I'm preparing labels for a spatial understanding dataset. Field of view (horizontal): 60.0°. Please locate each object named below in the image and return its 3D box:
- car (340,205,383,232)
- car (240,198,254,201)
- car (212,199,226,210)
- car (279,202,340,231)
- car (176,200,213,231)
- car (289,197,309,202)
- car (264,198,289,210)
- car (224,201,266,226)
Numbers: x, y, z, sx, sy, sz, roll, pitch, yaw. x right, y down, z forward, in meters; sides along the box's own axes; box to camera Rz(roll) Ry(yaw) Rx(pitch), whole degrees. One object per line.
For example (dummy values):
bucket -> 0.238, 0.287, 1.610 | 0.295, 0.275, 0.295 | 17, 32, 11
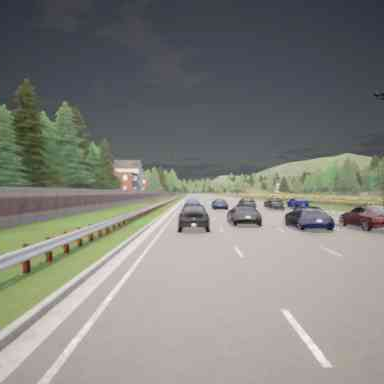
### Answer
car -> 10.603, 1.525, 19.945 | 1.812, 1.442, 4.674 | 0, 0, 0
car -> 7.105, 1.494, 43.313 | 2.128, 1.511, 4.902 | 0, 0, 0
car -> 3.604, 1.567, 43.763 | 1.994, 1.385, 4.181 | 0, 0, 0
car -> 7.101, 1.565, 20.539 | 1.994, 1.385, 4.181 | 0, 0, 0
car -> 0.102, 1.508, 20.406 | 1.837, 1.490, 4.892 | 0, 0, 0
car -> 14.105, 1.478, 44.524 | 1.882, 1.535, 5.008 | 0, 0, 0
car -> 10.604, 1.493, 43.314 | 2.128, 1.511, 4.902 | 0, 0, 0
car -> 3.603, 1.565, 23.343 | 1.994, 1.385, 4.181 | 0, 0, 0
